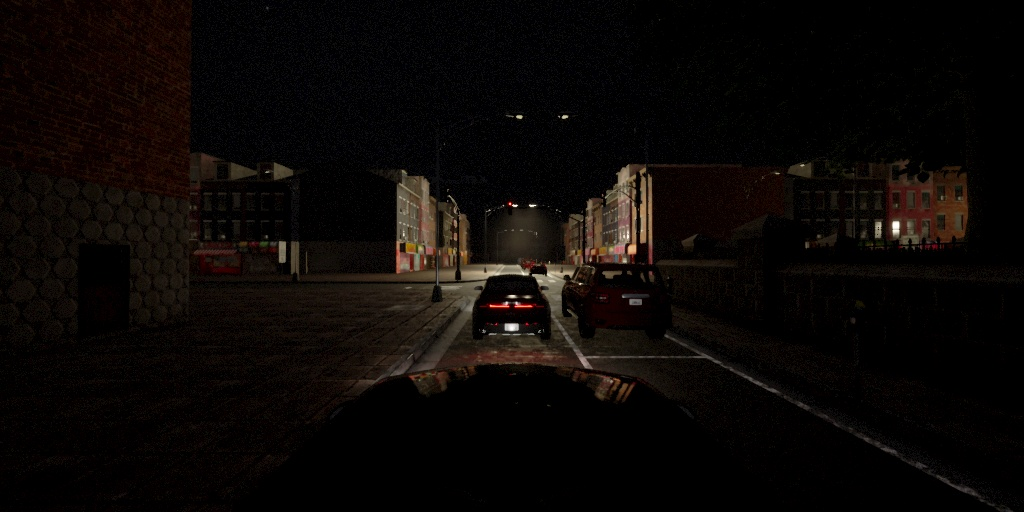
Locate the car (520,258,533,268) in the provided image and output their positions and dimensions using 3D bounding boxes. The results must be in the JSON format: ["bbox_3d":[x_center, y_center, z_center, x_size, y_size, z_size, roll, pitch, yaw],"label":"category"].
[{"bbox_3d":[2.565,1.373,52.784,1.888,1.381,4.507,0,0,0],"label":"car"}]

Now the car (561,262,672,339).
[{"bbox_3d":[2.626,1.068,10.043,2.192,1.841,5.009,0,0,0],"label":"car"}]

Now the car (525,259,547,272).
[{"bbox_3d":[2.589,1.334,36.472,1.888,1.381,4.507,0,0,0],"label":"car"}]

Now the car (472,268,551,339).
[{"bbox_3d":[-0.011,1.258,10.001,1.837,1.490,4.892,0,0,0],"label":"car"}]

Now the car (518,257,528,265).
[{"bbox_3d":[2.557,1.158,58.221,2.192,1.841,5.009,0,0,0],"label":"car"}]
